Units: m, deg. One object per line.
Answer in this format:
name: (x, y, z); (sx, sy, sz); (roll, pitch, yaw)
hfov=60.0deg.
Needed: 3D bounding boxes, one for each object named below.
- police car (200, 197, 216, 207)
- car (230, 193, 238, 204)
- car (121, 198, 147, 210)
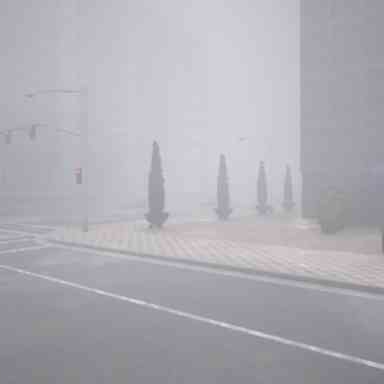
police car: (3.054, 1.525, 50.866); (2.038, 1.542, 4.974); (0, 0, 36)
car: (5.955, 1.373, 60.857); (2.097, 1.767, 4.553); (0, 0, 36)
car: (-7.013, 1.501, 43.083); (1.882, 1.535, 5.008); (0, 0, 36)
